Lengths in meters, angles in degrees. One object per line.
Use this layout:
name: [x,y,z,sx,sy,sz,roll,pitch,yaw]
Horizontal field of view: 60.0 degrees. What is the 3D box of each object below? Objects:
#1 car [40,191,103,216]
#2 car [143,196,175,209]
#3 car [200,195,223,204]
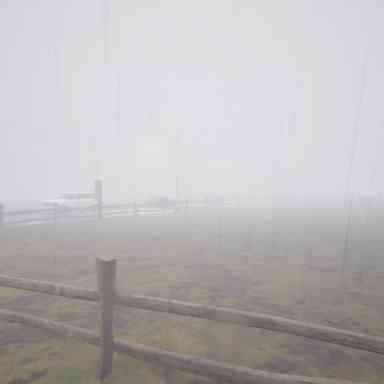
car: [-10.594,0.988,29.766,2.150,2.045,5.566,1,1,36]
car: [-3.838,1.195,39.127,1.994,1.385,4.181,1,1,36]
car: [2.956,1.058,48.494,1.994,1.385,4.181,1,1,36]
